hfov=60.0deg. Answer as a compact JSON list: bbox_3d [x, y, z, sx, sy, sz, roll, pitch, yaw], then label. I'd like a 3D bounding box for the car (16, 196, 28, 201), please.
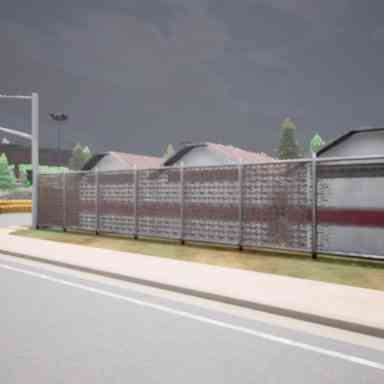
[{"bbox_3d":[-19.801,1.569,42.910,1.994,1.385,4.181,0,0,34],"label":"car"}]

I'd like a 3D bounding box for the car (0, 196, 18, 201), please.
[{"bbox_3d":[-23.054,1.606,44.336,1.895,1.301,4.718,0,0,34],"label":"car"}]
